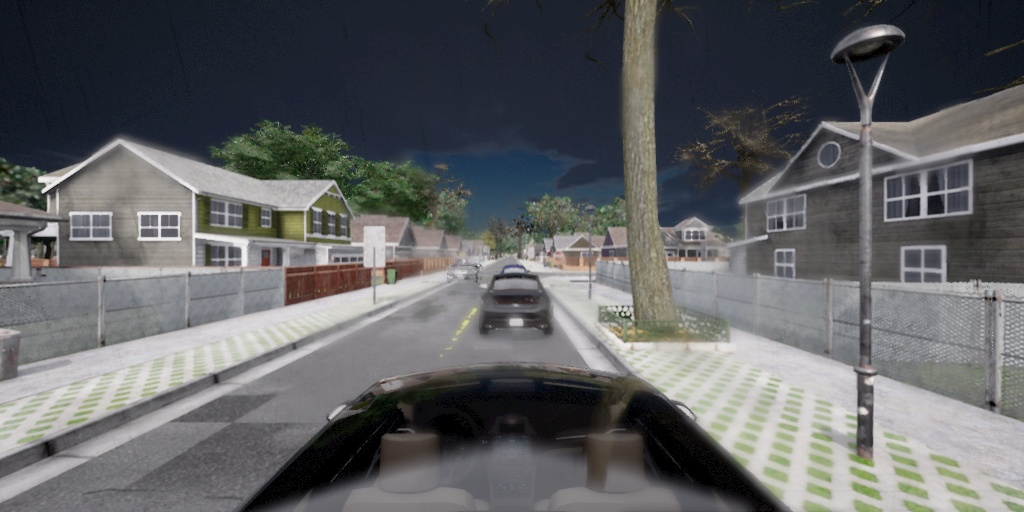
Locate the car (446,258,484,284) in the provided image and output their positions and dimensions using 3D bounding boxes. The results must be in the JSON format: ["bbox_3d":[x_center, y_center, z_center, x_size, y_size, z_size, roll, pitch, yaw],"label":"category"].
[{"bbox_3d":[-2.728,0.840,21.612,2.128,1.511,4.902,0,0,0],"label":"car"}]

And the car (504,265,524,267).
[{"bbox_3d":[0.120,1.227,20.925,1.812,1.442,4.674,0,0,0],"label":"car"}]

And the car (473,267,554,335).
[{"bbox_3d":[0.108,1.234,10.437,1.837,1.490,4.892,0,0,0],"label":"car"}]
